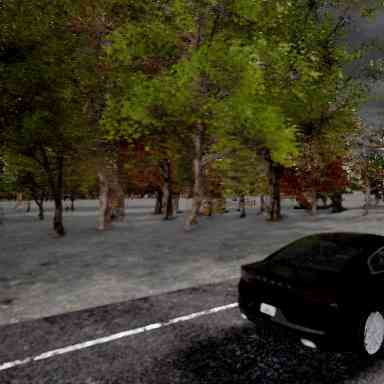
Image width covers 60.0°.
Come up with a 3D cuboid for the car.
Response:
[{"bbox_3d":[3.070,1.476,6.055,5.008,1.535,1.882,0,0,-35],"label":"car"}]
